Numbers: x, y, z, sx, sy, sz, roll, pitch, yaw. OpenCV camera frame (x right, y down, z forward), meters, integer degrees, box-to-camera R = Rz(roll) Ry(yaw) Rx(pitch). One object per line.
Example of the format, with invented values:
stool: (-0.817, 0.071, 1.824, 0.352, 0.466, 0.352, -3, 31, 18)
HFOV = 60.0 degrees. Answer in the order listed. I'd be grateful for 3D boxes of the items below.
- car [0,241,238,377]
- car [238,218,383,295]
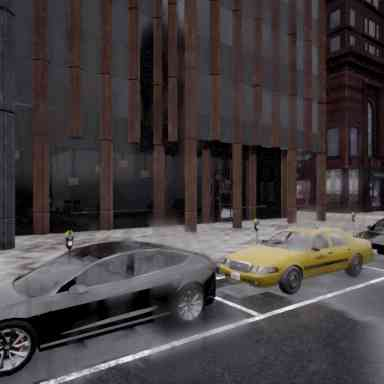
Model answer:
car: (-1.533, 1.566, 5.556, 4.313, 1.339, 1.947, 0, 0, -36)
car: (2.916, 1.526, 8.732, 4.829, 1.417, 1.752, 0, 0, -36)
